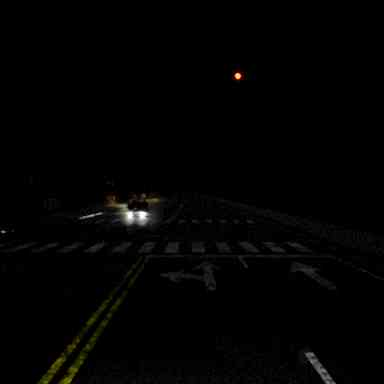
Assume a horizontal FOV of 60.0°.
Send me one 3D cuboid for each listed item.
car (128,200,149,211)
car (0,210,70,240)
[{"bbox_3d":[-6.466,1.576,40.203,1.895,1.301,4.718,0,0,0],"label":"car"},{"bbox_3d":[-8.575,1.549,15.501,5.357,1.411,2.033,0,0,-32],"label":"car"}]
